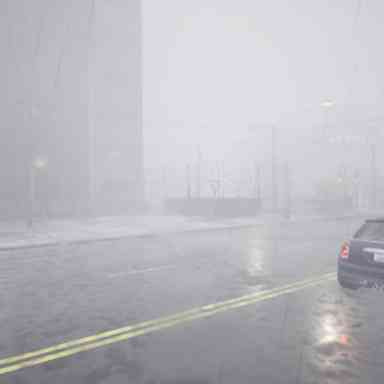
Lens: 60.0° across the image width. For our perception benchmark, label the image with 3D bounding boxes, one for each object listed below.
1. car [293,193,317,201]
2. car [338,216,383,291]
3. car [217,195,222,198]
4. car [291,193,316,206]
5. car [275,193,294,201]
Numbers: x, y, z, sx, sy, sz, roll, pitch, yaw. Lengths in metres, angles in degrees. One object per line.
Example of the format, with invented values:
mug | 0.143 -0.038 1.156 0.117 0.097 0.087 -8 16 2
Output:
car | 22.210 1.020 65.282 4.674 1.452 2.002 -1 0 -36
car | 5.422 1.289 7.675 4.553 1.767 2.097 -1 0 -35
car | 4.573 1.295 60.767 4.718 1.301 1.895 -1 0 -36
car | 15.330 0.973 46.210 4.553 1.767 2.185 -1 0 -36
car | 19.297 1.052 69.279 3.806 1.475 1.970 -1 0 -36
